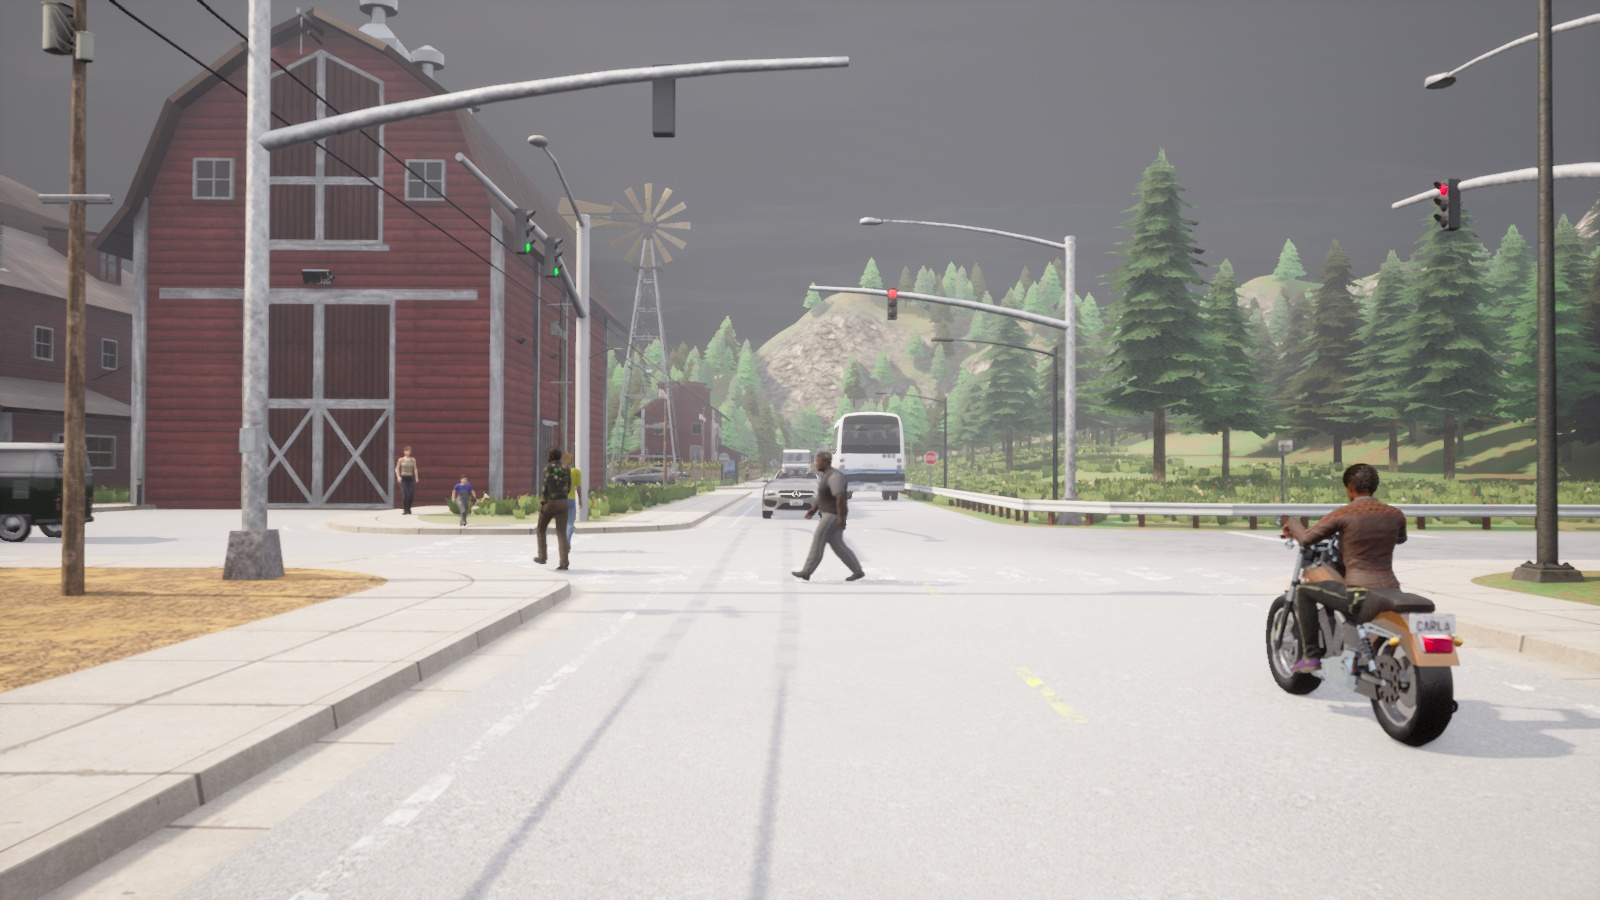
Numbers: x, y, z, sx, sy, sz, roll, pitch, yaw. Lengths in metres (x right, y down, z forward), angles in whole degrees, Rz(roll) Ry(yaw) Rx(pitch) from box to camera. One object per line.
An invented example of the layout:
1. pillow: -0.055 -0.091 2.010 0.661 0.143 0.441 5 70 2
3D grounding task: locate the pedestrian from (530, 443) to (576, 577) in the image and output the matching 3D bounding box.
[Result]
1. pedestrian: -3.628 0.865 18.446 0.395 1.930 0.692 0 -1 -37

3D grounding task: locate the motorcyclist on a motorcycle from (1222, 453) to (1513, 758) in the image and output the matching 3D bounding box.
1. motorcyclist on a motorcycle: 3.479 0.865 8.001 0.766 1.649 2.350 0 -1 0

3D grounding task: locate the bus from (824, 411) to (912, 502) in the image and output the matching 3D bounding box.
1. bus: 3.330 0.366 64.602 3.944 4.253 10.273 0 -1 0

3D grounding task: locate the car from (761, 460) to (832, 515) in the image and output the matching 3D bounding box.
1. car: -0.104 1.184 40.574 2.152 1.651 5.027 0 -1 0

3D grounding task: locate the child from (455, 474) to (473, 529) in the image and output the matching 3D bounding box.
1. child: -7.792 1.180 29.108 0.270 1.263 0.437 0 -1 -35

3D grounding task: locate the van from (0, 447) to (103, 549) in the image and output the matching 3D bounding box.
1. van: -16.762 0.953 25.307 4.442 1.987 1.775 0 -1 -1

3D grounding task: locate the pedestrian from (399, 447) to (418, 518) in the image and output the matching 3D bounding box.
1. pedestrian: -10.182 0.842 32.618 0.345 1.836 0.594 0 -1 -30

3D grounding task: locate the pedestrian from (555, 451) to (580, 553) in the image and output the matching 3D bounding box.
1. pedestrian: -4.228 0.938 22.857 0.354 1.836 0.706 0 -1 -4

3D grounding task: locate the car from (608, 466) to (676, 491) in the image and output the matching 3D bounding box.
1. car: -11.098 1.991 88.287 4.611 1.667 2.242 0 -1 -3

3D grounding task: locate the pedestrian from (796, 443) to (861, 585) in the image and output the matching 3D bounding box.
1. pedestrian: 0.377 0.849 16.966 0.849 1.883 0.563 0 -1 -1
